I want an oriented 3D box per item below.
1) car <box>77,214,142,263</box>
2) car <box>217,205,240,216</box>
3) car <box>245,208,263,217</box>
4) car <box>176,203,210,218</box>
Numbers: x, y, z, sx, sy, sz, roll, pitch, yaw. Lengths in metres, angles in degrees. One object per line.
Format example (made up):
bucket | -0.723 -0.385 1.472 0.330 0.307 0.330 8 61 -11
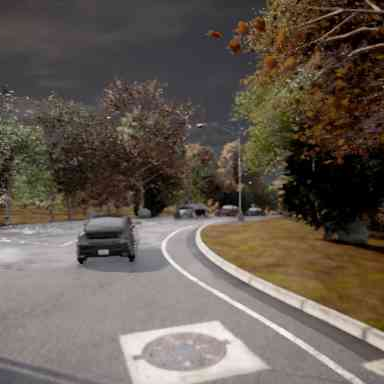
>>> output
car | -2.983 1.569 12.405 1.837 1.490 4.892 -2 0 -7
car | 4.919 2.453 43.743 1.812 1.442 4.674 -1 -4 29
car | 9.869 3.209 52.656 1.812 1.442 4.674 -1 -5 29
car | 0.165 1.910 35.187 2.128 1.511 4.902 -1 -3 29
